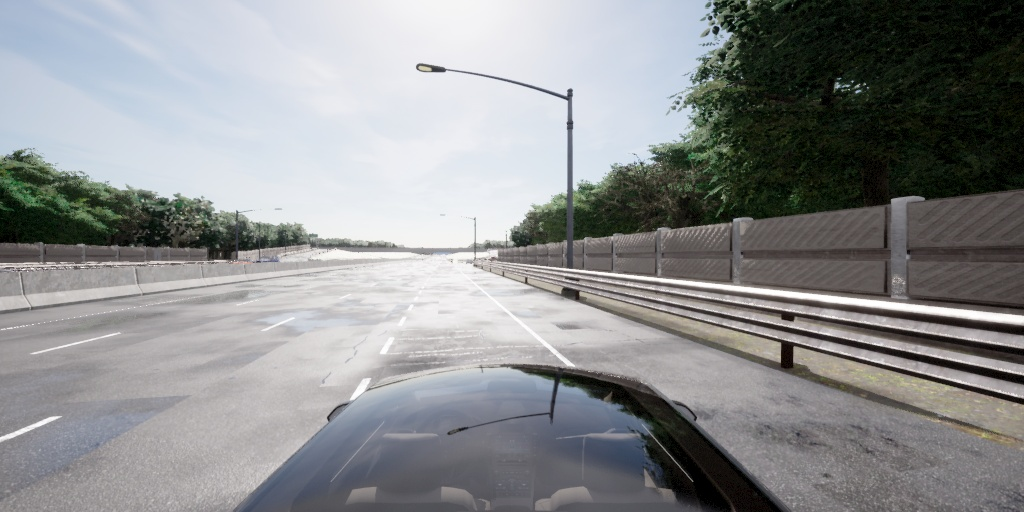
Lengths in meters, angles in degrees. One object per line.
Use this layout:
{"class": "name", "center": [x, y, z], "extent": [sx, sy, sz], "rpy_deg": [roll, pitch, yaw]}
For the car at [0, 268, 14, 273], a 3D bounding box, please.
{"class": "car", "center": [-28.091, 1.300, 18.444], "extent": [2.033, 1.411, 5.357], "rpy_deg": [0, 0, -11]}
